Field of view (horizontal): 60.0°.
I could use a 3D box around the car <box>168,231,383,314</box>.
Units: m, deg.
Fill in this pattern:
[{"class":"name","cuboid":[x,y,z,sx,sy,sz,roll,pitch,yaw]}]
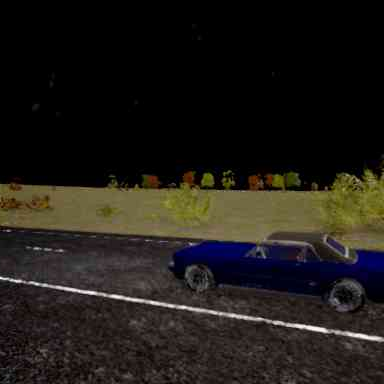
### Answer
[{"class":"car","cuboid":[1.876,1.534,7.286,4.718,1.301,1.895,0,0,25]}]
